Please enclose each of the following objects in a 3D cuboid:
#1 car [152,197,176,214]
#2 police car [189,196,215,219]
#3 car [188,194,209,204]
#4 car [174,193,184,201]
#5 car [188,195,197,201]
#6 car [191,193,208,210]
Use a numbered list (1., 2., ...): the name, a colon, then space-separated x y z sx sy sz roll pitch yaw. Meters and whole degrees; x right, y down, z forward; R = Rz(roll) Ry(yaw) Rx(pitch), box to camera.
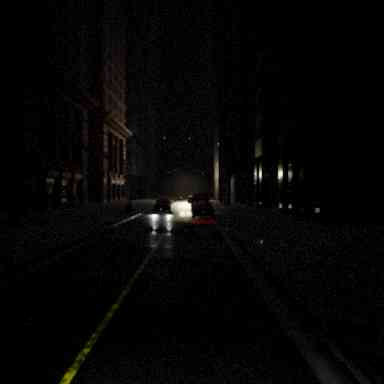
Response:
1. car: -3.082 1.495 35.639 1.837 1.490 4.892 0 0 0
2. police car: 0.912 1.412 29.017 1.930 1.638 5.238 0 0 0
3. car: 0.916 1.219 38.937 2.150 2.045 5.566 0 0 0
4. car: -2.970 1.368 76.233 1.837 1.490 4.892 0 0 0
5. car: 0.032 1.484 80.009 2.033 1.411 5.357 0 0 0
6. car: 0.918 1.224 44.938 2.150 2.045 5.566 0 0 0
